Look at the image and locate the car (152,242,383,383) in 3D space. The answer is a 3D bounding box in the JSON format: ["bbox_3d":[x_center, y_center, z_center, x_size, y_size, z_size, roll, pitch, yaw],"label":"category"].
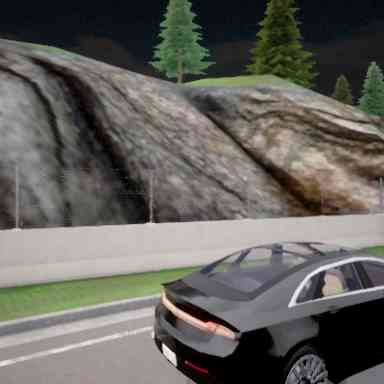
[{"bbox_3d":[1.864,1.477,4.684,4.902,1.511,2.128,0,0,-30],"label":"car"}]
